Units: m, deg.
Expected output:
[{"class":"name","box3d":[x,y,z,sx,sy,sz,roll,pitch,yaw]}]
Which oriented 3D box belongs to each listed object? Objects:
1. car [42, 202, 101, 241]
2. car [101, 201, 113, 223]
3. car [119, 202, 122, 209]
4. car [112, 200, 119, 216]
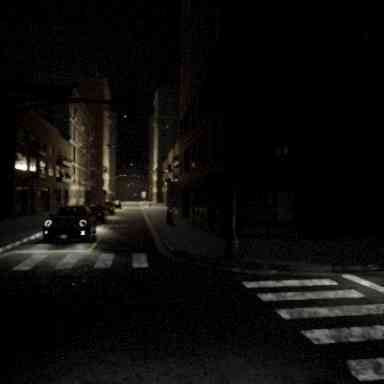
[{"class":"car","box3d":[-6.268,1.485,17.494,2.097,1.767,4.553,1,-1,-10]},{"class":"car","box3d":[-7.958,1.720,27.337,2.128,1.511,4.902,1,-1,-10]},{"class":"car","box3d":[-12.088,2.025,52.331,1.994,1.385,4.181,1,-1,-10]},{"class":"car","box3d":[-9.660,1.801,37.444,1.882,1.535,5.008,1,-1,-10]}]
